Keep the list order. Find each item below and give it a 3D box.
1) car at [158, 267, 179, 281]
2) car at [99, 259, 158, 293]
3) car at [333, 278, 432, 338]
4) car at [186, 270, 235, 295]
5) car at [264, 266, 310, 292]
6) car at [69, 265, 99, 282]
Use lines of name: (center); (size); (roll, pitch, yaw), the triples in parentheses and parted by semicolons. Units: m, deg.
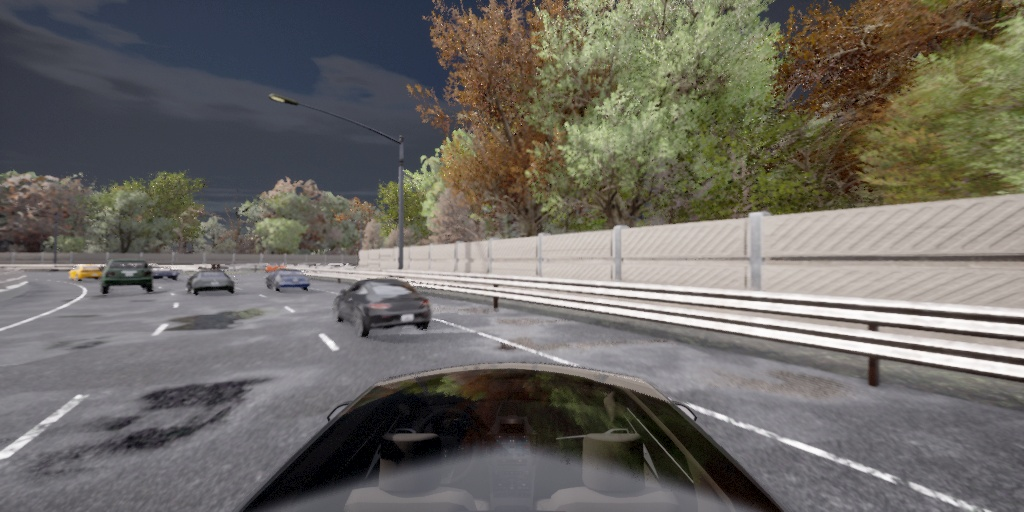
car: (-33.962, 1.742, 34.460); (4.718, 1.301, 1.895); (0, -1, 34)
car: (-24.798, 1.224, 23.102); (5.566, 2.045, 2.150); (-1, -1, 41)
car: (-3.958, 1.388, 10.716); (1.812, 1.442, 4.674); (1, -1, -37)
car: (-18.560, 1.559, 22.054); (4.181, 1.385, 1.994); (-1, -1, 44)
car: (-15.018, 1.569, 23.903); (2.033, 1.411, 5.357); (1, -1, -43)
car: (-40.997, 1.616, 34.698); (5.008, 1.535, 1.882); (0, -1, 31)
